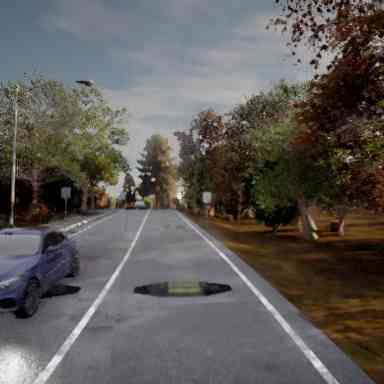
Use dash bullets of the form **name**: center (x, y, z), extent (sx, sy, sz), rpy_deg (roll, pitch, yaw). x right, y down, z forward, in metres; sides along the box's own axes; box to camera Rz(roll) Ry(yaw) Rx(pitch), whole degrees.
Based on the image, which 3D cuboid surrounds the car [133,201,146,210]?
- **car**: center (-8.798, 2.282, 56.556), extent (1.812, 1.442, 4.674), rpy_deg (0, -3, -6)

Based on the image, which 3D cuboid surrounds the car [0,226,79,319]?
- **car**: center (-3.937, 1.563, 7.623), extent (1.812, 1.442, 4.674), rpy_deg (0, -1, -4)
